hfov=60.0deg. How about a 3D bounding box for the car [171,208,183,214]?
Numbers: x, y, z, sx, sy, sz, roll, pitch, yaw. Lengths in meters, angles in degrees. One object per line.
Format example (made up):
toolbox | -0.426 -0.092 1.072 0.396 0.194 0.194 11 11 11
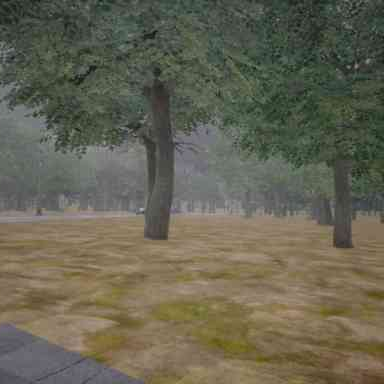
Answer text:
car | -3.874 3.968 69.944 2.033 1.411 5.357 0 -3 28

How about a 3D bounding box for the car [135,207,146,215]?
car | -8.510 3.564 61.203 1.812 1.442 4.674 0 -3 29
